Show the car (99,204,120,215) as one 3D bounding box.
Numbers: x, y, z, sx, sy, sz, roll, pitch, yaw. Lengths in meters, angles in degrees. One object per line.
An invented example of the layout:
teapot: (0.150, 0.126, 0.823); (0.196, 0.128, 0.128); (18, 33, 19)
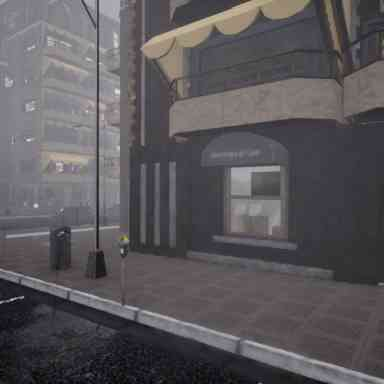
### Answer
car: (-9.407, 2.063, 39.871); (1.802, 1.307, 4.206); (-1, -1, 35)

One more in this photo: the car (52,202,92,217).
car: (-12.690, 1.821, 35.246); (1.967, 1.590, 4.097); (-1, -1, 35)
